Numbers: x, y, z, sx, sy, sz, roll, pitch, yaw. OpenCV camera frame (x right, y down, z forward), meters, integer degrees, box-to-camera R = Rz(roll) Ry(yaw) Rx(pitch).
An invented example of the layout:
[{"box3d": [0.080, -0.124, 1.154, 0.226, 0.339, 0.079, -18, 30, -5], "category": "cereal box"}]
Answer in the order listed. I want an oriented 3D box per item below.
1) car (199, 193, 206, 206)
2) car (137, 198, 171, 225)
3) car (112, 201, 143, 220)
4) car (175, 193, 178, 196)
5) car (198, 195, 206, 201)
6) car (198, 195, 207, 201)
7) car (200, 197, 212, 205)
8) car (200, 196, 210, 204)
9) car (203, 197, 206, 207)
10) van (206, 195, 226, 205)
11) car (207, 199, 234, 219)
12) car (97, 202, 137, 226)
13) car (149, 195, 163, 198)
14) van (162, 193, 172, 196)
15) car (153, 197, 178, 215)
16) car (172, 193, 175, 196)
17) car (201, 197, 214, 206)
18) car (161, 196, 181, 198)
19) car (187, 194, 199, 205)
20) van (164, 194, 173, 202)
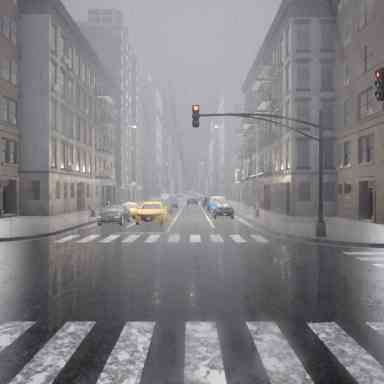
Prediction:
[{"box3d": [2.613, 1.311, 50.469, 2.192, 1.841, 5.009, 0, 0, 0], "category": "car"}, {"box3d": [-2.868, 1.475, 24.347, 1.882, 1.535, 5.008, 0, 0, 0], "category": "car"}, {"box3d": [-5.414, 1.523, 28.668, 1.752, 1.417, 4.829, 0, 0, 0], "category": "car"}, {"box3d": [-5.506, 1.545, 88.307, 2.008, 1.369, 4.403, 0, 0, 0], "category": "car"}, {"box3d": [2.599, 1.560, 88.313, 1.947, 1.339, 4.313, 0, 0, 0], "category": "car"}, {"box3d": [2.601, 1.539, 82.907, 1.887, 1.381, 4.507, 0, 0, 0], "category": "car"}, {"box3d": [2.609, 1.546, 61.282, 2.008, 1.369, 4.403, 0, 0, 0], "category": "car"}, {"box3d": [2.607, 1.521, 66.857, 1.752, 1.417, 4.829, 0, 0, 0], "category": "car"}, {"box3d": [2.617, 1.578, 39.657, 1.802, 1.307, 4.206, 0, 0, 0], "category": "car"}, {"box3d": [2.619, 1.338, 34.251, 1.690, 1.788, 3.998, 0, 0, 0], "category": "van"}, {"box3d": [2.621, 1.548, 28.844, 2.008, 1.369, 4.403, 0, 0, 0], "category": "car"}, {"box3d": [-5.405, 1.549, 23.432, 2.008, 1.369, 4.403, 0, 0, 0], "category": "car"}, {"box3d": [-5.439, 1.436, 45.057, 1.967, 1.590, 4.097, 0, 0, 0], "category": "car"}, {"box3d": [-5.472, 1.336, 66.681, 1.690, 1.788, 3.998, 0, 0, 0], "category": "van"}, {"box3d": [-2.867, 1.544, 34.803, 2.033, 1.411, 5.357, 0, 0, 0], "category": "car"}, {"box3d": [-5.480, 1.310, 72.087, 2.192, 1.841, 5.009, 0, 0, 0], "category": "car"}, {"box3d": [2.611, 1.561, 55.876, 1.947, 1.339, 4.313, 0, 0, 0], "category": "car"}, {"box3d": [-2.865, 1.560, 44.832, 1.994, 1.385, 4.181, 0, 0, 0], "category": "car"}, {"box3d": [0.063, 1.500, 57.005, 1.837, 1.490, 4.892, 0, 0, 0], "category": "car"}, {"box3d": [-5.489, 1.336, 77.494, 1.690, 1.788, 3.998, 0, 0, 0], "category": "van"}]
